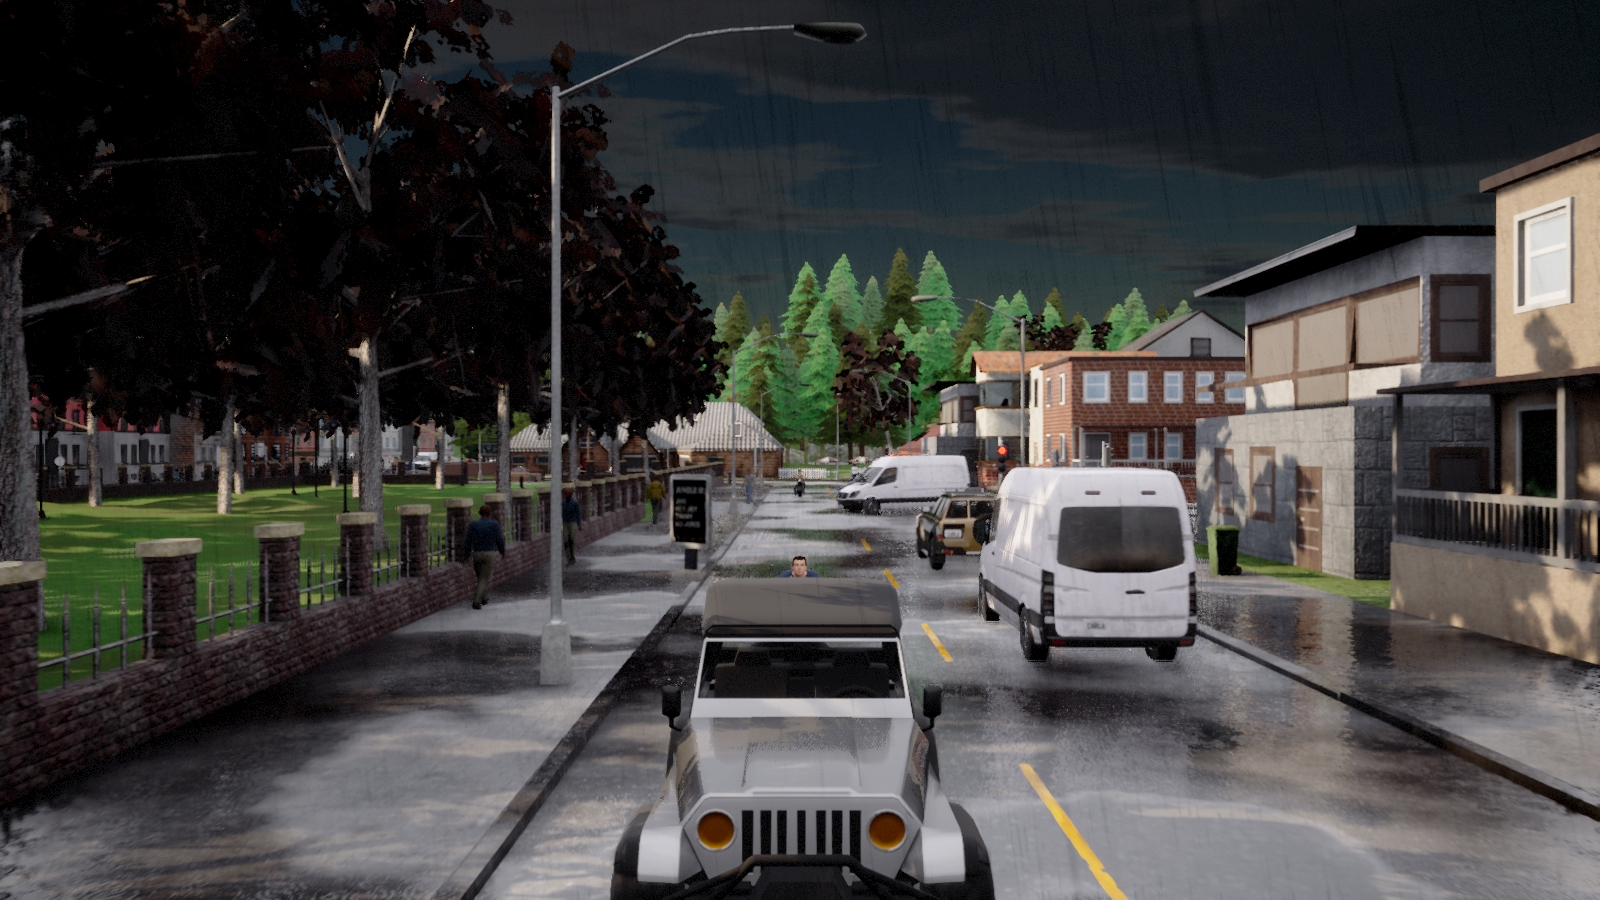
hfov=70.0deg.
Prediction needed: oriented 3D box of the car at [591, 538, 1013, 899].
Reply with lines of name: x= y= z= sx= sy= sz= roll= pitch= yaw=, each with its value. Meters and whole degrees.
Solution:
car: x=0.014 y=1.637 z=7.087 sx=1.905 sy=1.878 sz=3.866 roll=0 pitch=0 yaw=0

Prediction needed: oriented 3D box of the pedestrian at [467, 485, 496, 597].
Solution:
pedestrian: x=-5.371 y=1.525 z=19.274 sx=0.375 sy=1.860 sz=0.375 roll=0 pitch=0 yaw=0

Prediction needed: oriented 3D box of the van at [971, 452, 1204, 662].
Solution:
van: x=3.966 y=1.314 z=16.963 sx=1.988 sy=2.561 sz=5.915 roll=0 pitch=0 yaw=0

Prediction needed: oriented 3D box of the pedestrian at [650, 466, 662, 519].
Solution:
pedestrian: x=-5.189 y=1.524 z=41.100 sx=0.375 sy=1.860 sz=0.375 roll=0 pitch=0 yaw=1

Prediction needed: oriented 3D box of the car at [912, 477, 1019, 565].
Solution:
car: x=3.939 y=1.643 z=27.948 sx=1.932 sy=1.855 sz=4.605 roll=0 pitch=0 yaw=0

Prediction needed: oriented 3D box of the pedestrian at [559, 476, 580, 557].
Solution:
pedestrian: x=-5.308 y=1.525 z=26.324 sx=0.375 sy=1.860 sz=0.375 roll=0 pitch=0 yaw=3

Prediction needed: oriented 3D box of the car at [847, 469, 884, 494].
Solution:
car: x=3.987 y=1.897 z=69.937 sx=1.994 sy=1.385 sz=4.181 roll=0 pitch=0 yaw=0

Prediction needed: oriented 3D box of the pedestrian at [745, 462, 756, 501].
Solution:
pedestrian: x=-2.422 y=1.525 z=55.709 sx=0.375 sy=1.860 sz=0.375 roll=0 pitch=0 yaw=29

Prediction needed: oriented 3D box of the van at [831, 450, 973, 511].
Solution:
van: x=4.481 y=1.314 z=50.075 sx=5.915 sy=2.561 sz=1.988 roll=0 pitch=-1 yaw=-22
